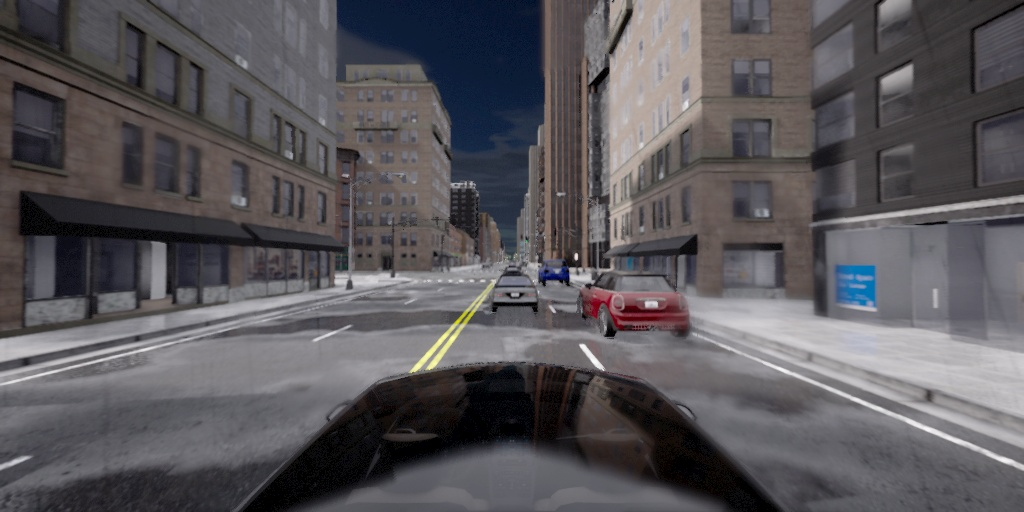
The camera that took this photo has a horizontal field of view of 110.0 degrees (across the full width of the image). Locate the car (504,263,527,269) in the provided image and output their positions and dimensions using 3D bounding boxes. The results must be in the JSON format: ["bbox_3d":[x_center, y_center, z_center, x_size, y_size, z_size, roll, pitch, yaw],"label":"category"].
[{"bbox_3d":[0.049,1.604,30.158,1.837,1.490,4.892,0,-1,-2],"label":"car"}]

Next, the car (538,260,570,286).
[{"bbox_3d":[3.369,1.314,29.467,2.150,2.045,5.566,0,-1,0],"label":"car"}]

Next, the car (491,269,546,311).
[{"bbox_3d":[0.109,1.464,15.286,2.033,1.411,5.357,0,-1,0],"label":"car"}]

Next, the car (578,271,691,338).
[{"bbox_3d":[3.355,1.213,10.738,2.097,1.767,4.553,0,-1,0],"label":"car"}]
